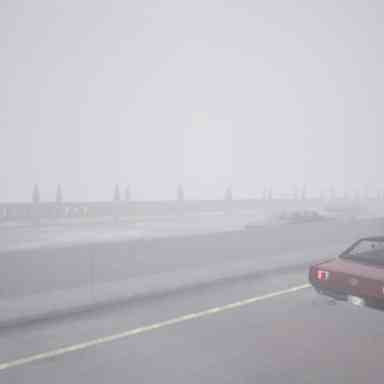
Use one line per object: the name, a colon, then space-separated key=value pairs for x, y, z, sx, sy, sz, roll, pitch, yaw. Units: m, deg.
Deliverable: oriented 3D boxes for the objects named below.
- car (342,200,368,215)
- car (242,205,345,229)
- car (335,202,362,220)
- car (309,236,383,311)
car: x=15.166 y=1.527 z=31.993 sx=4.674 sy=1.442 sz=1.812 roll=0 pitch=0 yaw=-35
car: x=4.838 y=1.548 z=16.039 sx=5.357 sy=1.411 sz=2.033 roll=0 pitch=0 yaw=-35
car: x=9.881 y=1.602 z=23.933 sx=4.718 sy=1.301 sz=1.895 roll=0 pitch=0 yaw=-35
car: x=4.665 y=1.601 z=7.074 sx=4.718 sy=1.301 sz=1.895 roll=0 pitch=0 yaw=-35
